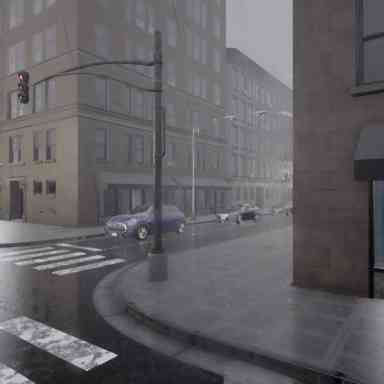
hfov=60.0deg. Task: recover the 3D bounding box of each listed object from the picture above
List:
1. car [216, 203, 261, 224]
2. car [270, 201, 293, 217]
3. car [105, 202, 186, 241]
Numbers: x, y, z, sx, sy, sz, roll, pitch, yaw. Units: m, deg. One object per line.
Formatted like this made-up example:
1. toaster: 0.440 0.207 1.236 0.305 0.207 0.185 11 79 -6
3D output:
1. car: 3.680 1.629 25.946 2.128 1.511 4.902 0 0 36
2. car: 9.725 1.685 34.447 2.128 1.511 4.902 0 0 35
3. car: -2.333 1.432 17.530 2.097 1.767 4.553 0 0 36
